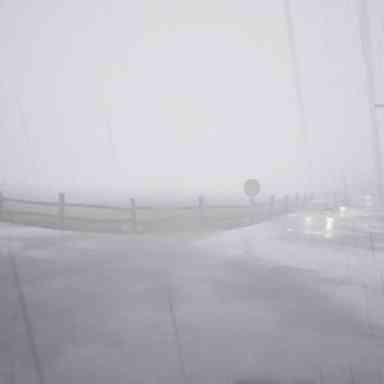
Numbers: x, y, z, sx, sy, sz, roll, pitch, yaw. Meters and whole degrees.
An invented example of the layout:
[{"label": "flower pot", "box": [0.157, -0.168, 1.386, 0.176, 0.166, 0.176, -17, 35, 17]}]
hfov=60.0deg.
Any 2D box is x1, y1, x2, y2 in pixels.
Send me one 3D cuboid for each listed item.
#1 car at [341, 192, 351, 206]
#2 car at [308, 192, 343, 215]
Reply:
[{"label": "car", "box": [17.019, 0.737, 38.133, 2.128, 1.511, 4.902, 4, 2, 29]}, {"label": "car", "box": [10.642, 0.929, 26.693, 1.812, 1.442, 4.674, 4, 2, 29]}]
